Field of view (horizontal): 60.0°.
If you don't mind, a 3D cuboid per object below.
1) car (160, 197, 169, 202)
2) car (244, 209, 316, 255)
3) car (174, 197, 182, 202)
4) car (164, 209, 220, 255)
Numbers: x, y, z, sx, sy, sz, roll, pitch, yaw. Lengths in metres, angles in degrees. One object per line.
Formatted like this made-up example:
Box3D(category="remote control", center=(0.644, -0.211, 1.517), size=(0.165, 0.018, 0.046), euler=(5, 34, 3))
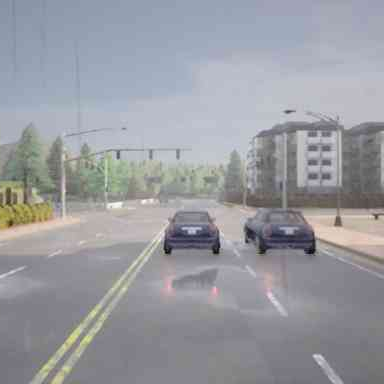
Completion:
Box3D(category="car", center=(-7.001, 1.836, 83.787), size=(2.097, 1.767, 4.553), euler=(0, -1, 0))
Box3D(category="car", center=(3.502, 1.482, 14.086), size=(2.097, 1.767, 4.553), euler=(0, -1, 0))
Box3D(category="car", center=(-3.501, 2.005, 83.756), size=(1.812, 1.442, 4.674), euler=(0, -1, 0))
Box3D(category="car", center=(0.001, 1.482, 14.087), size=(2.097, 1.767, 4.553), euler=(0, -1, 0))
